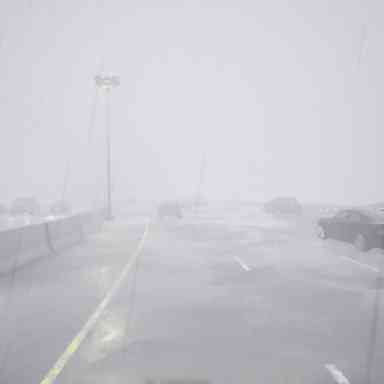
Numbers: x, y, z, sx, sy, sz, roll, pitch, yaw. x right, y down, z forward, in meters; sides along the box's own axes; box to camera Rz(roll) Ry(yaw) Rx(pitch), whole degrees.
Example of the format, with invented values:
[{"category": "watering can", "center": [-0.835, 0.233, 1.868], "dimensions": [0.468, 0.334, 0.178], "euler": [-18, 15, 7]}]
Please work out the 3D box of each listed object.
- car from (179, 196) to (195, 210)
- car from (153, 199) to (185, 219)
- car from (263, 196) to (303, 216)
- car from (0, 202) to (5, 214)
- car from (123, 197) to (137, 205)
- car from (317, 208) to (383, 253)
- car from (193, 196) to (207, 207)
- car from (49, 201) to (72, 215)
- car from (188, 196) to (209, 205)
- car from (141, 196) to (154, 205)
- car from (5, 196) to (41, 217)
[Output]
[{"category": "car", "center": [-1.470, 1.557, 43.202], "dimensions": [1.812, 1.442, 4.674], "euler": [-1, 0, -15]}, {"category": "car", "center": [-2.129, 1.544, 29.479], "dimensions": [1.837, 1.490, 4.892], "euler": [0, -1, -11]}, {"category": "car", "center": [8.253, 1.220, 30.643], "dimensions": [2.097, 1.767, 4.553], "euler": [-1, 0, -10]}, {"category": "car", "center": [-21.730, 1.869, 36.543], "dimensions": [1.837, 1.490, 4.892], "euler": [-1, 0, -13]}, {"category": "car", "center": [-11.968, 1.698, 64.202], "dimensions": [2.128, 1.511, 4.902], "euler": [-1, 0, -23]}, {"category": "car", "center": [6.806, 1.367, 13.295], "dimensions": [1.882, 1.535, 5.008], "euler": [0, 0, -5]}, {"category": "car", "center": [0.628, 1.349, 48.930], "dimensions": [2.097, 1.767, 4.553], "euler": [-1, 0, -16]}, {"category": "car", "center": [-14.777, 1.742, 37.553], "dimensions": [2.128, 1.511, 4.902], "euler": [-1, 0, -13]}, {"category": "car", "center": [1.141, 1.481, 59.144], "dimensions": [2.128, 1.511, 4.902], "euler": [-1, 0, -20]}, {"category": "car", "center": [-8.511, 1.628, 64.846], "dimensions": [1.882, 1.535, 5.008], "euler": [0, 0, -23]}, {"category": "car", "center": [-18.072, 1.525, 36.335], "dimensions": [2.150, 2.045, 5.566], "euler": [-1, 0, -13]}]
